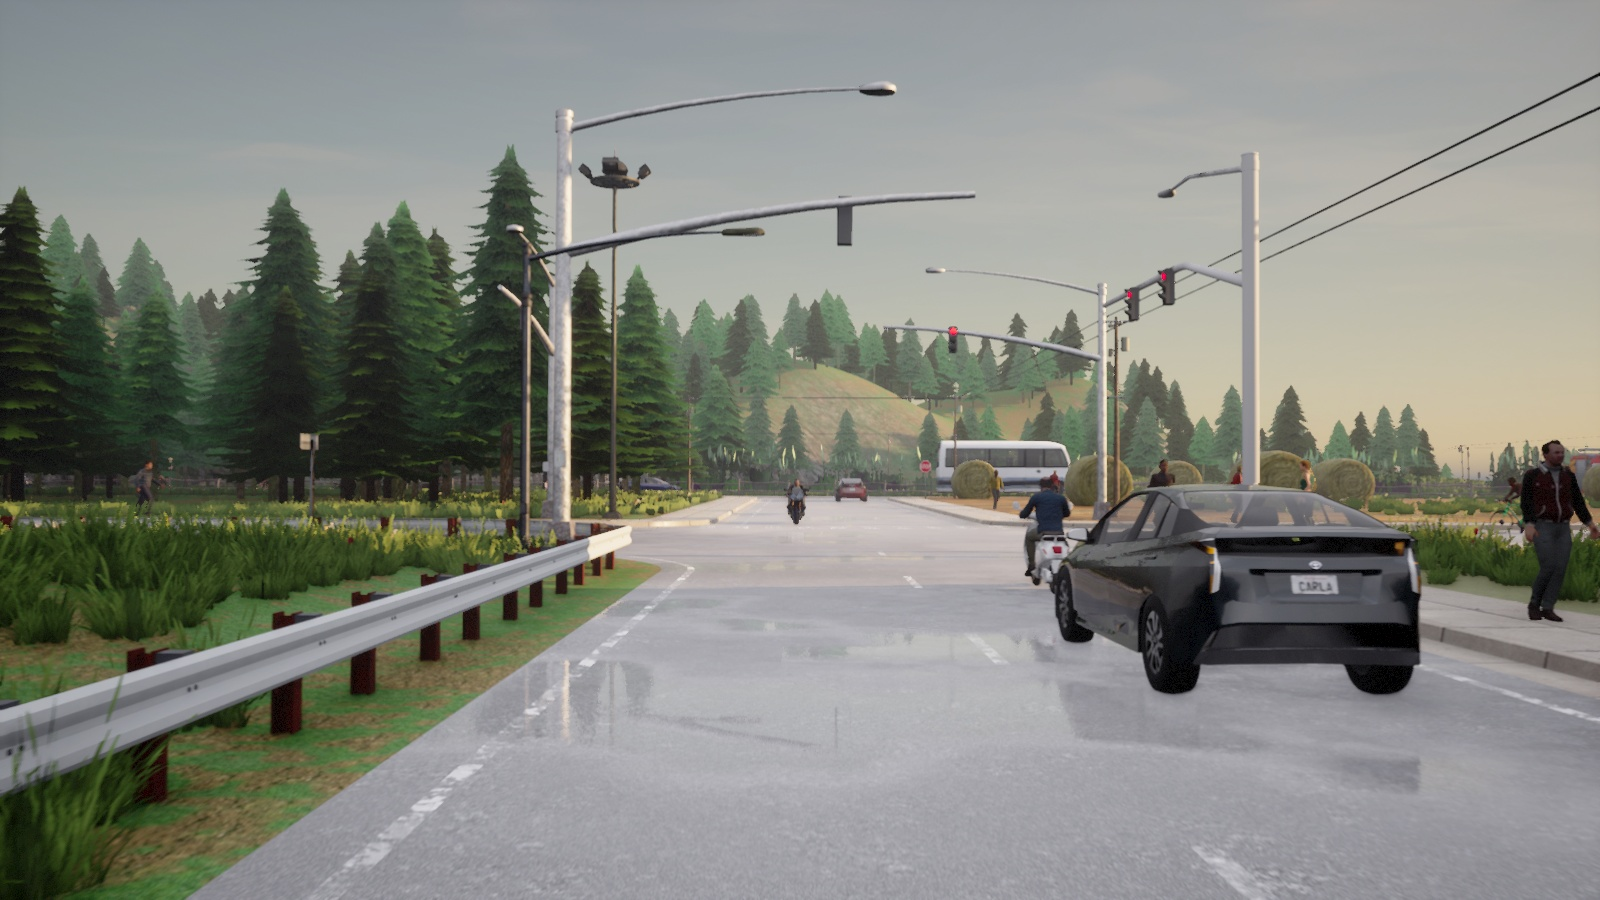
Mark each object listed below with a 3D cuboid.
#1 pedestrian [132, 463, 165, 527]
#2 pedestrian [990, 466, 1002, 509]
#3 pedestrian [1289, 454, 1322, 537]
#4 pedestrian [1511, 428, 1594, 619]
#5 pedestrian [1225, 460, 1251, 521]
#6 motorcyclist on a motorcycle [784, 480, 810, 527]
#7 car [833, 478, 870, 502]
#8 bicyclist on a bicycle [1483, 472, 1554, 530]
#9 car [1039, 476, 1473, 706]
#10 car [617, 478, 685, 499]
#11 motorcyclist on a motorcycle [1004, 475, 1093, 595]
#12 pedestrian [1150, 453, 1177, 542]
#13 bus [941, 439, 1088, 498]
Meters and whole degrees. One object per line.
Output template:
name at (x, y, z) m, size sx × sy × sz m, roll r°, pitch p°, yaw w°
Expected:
pedestrian at (-19.843, 1.369, 38.249) m, size 0.788 × 1.949 × 0.423 m, roll 0°, pitch -1°, yaw 1°
pedestrian at (8.513, 1.620, 54.571) m, size 0.370 × 1.835 × 0.726 m, roll 0°, pitch -1°, yaw -5°
pedestrian at (11.444, 1.025, 28.418) m, size 0.594 × 1.836 × 0.345 m, roll -1°, pitch -2°, yaw 42°
pedestrian at (7.524, 0.721, 12.579) m, size 0.376 × 1.854 × 0.720 m, roll 0°, pitch -1°, yaw 1°
pedestrian at (13.477, 1.244, 38.645) m, size 0.636 × 1.846 × 0.331 m, roll 0°, pitch -1°, yaw -10°
motorcyclist on a motorcycle at (-0.105, 1.773, 42.117) m, size 0.866 × 1.530 × 2.191 m, roll 0°, pitch -1°, yaw 0°
car at (3.297, 2.578, 81.395) m, size 2.163 × 1.488 × 4.792 m, roll 0°, pitch -1°, yaw 0°
bicyclist on a bicycle at (20.377, 1.433, 35.639) m, size 1.656 × 1.620 × 0.582 m, roll 0°, pitch -2°, yaw -1°
car at (3.474, 0.987, 10.654) m, size 2.007 × 1.525 × 4.514 m, roll 0°, pitch -1°, yaw 0°
car at (-11.119, 2.877, 94.115) m, size 4.792 × 1.488 × 2.163 m, roll 0°, pitch -1°, yaw 3°
motorcyclist on a motorcycle at (3.456, 1.145, 17.627) m, size 0.866 × 1.590 × 1.817 m, roll 0°, pitch -1°, yaw 0°
pedestrian at (7.674, 0.996, 26.509) m, size 0.431 × 1.840 × 0.703 m, roll 0°, pitch -1°, yaw 8°
bus at (15.744, 1.366, 92.906) m, size 10.273 × 4.253 × 3.944 m, roll 0°, pitch -1°, yaw 3°
